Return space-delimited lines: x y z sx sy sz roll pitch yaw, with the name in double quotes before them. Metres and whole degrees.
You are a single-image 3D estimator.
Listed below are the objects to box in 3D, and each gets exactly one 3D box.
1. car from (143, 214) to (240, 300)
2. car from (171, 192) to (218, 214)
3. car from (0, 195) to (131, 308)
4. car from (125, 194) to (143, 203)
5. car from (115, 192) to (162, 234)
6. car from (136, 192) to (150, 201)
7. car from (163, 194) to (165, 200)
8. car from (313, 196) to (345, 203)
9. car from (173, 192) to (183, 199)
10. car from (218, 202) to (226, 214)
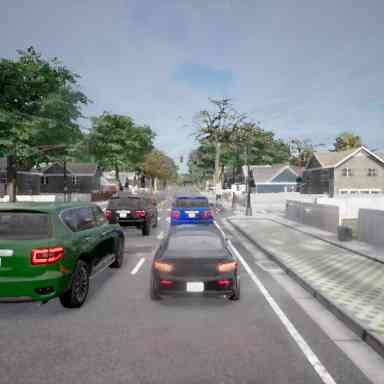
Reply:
"car" 0.071 1.518 8.222 1.812 1.442 4.674 0 0 0
"car" 0.034 1.169 18.255 2.150 2.045 5.566 0 0 1
"car" -3.183 1.214 8.031 2.150 2.045 5.566 0 0 1
"car" -9.795 1.073 56.583 2.128 1.511 4.902 0 1 0
"car" -3.214 1.168 18.382 2.150 2.045 5.566 0 0 1
"car" -9.721 0.889 66.557 2.128 1.511 4.902 0 1 1
"car" -6.481 0.893 66.377 2.128 1.511 4.902 0 1 1
"car" 13.302 1.216 34.398 4.902 1.511 2.128 0 1 -2
"car" -3.197 0.727 76.031 1.994 1.385 4.181 0 1 0
"car" 0.871 1.197 31.146 4.553 1.767 2.097 0 0 -1
